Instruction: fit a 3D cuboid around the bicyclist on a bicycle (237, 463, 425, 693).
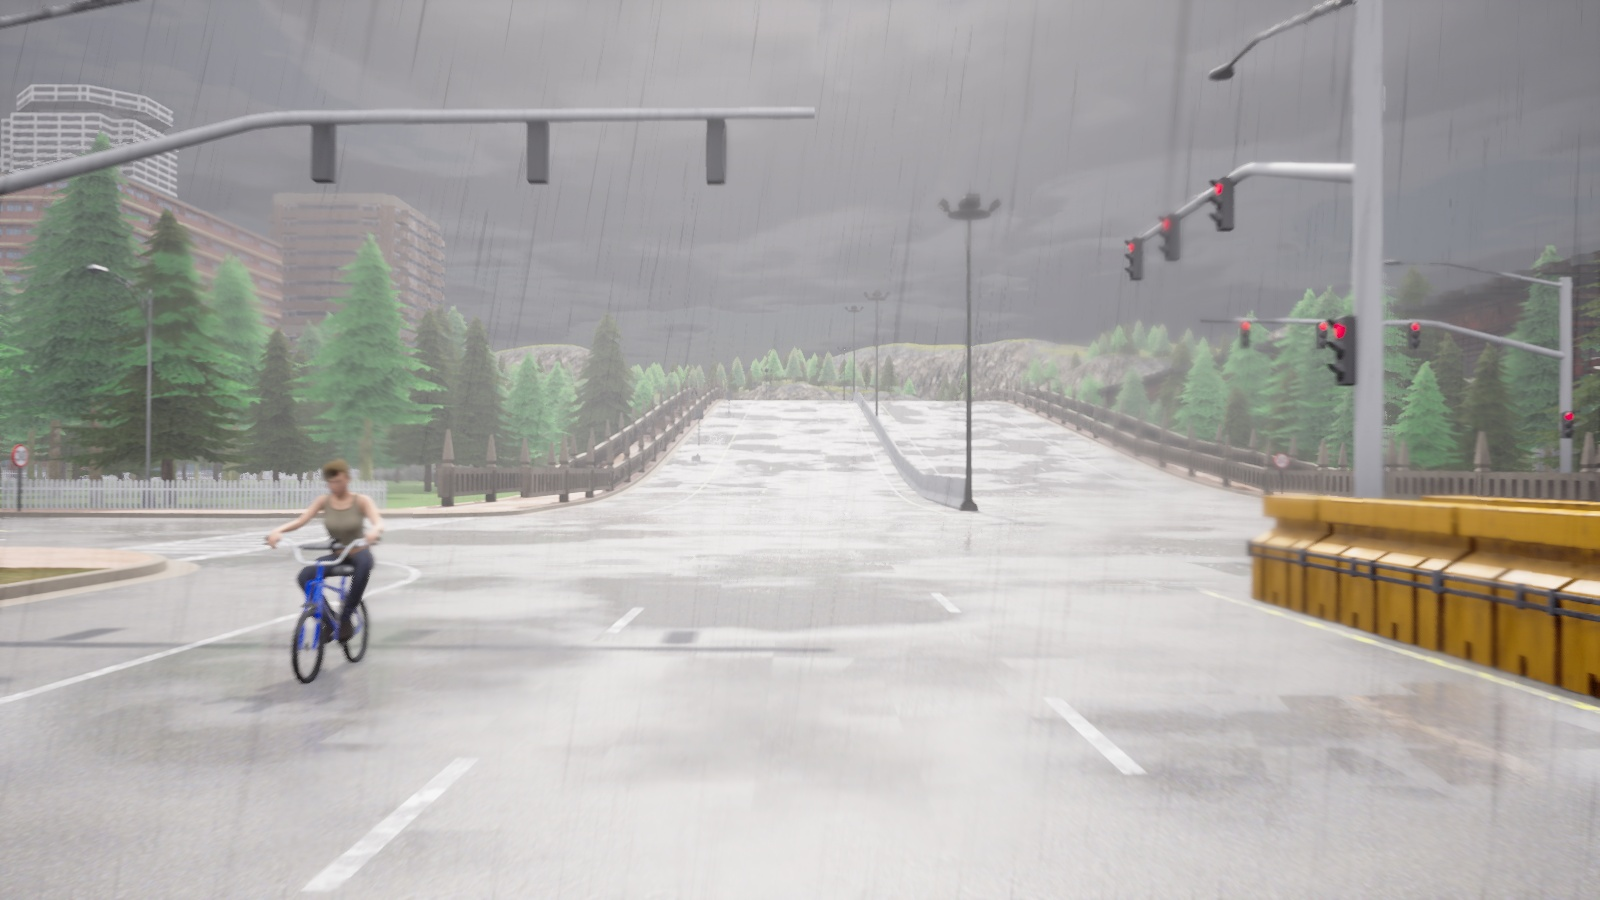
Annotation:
[{"bbox_3d":[-3.519,0.908,9.579,0.866,1.612,1.509,0,-1,0],"label":"bicyclist on a bicycle"}]
